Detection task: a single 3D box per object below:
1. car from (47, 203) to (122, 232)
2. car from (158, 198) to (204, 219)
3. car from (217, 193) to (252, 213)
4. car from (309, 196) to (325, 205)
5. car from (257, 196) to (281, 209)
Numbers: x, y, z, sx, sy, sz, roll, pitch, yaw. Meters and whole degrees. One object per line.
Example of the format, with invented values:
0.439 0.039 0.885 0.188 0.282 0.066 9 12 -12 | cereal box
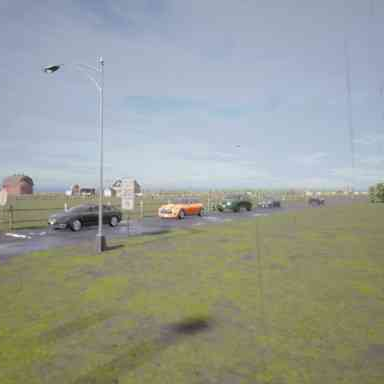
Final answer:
-6.428 1.475 20.407 1.837 1.490 4.892 1 0 32 | car
-0.875 1.315 28.781 2.097 1.767 4.553 1 0 34 | car
4.917 1.178 37.440 2.150 2.045 5.566 1 0 34 | car
21.296 1.486 56.666 1.837 1.490 4.892 1 0 34 | car
10.715 1.305 46.044 2.097 1.767 4.553 1 0 34 | car
